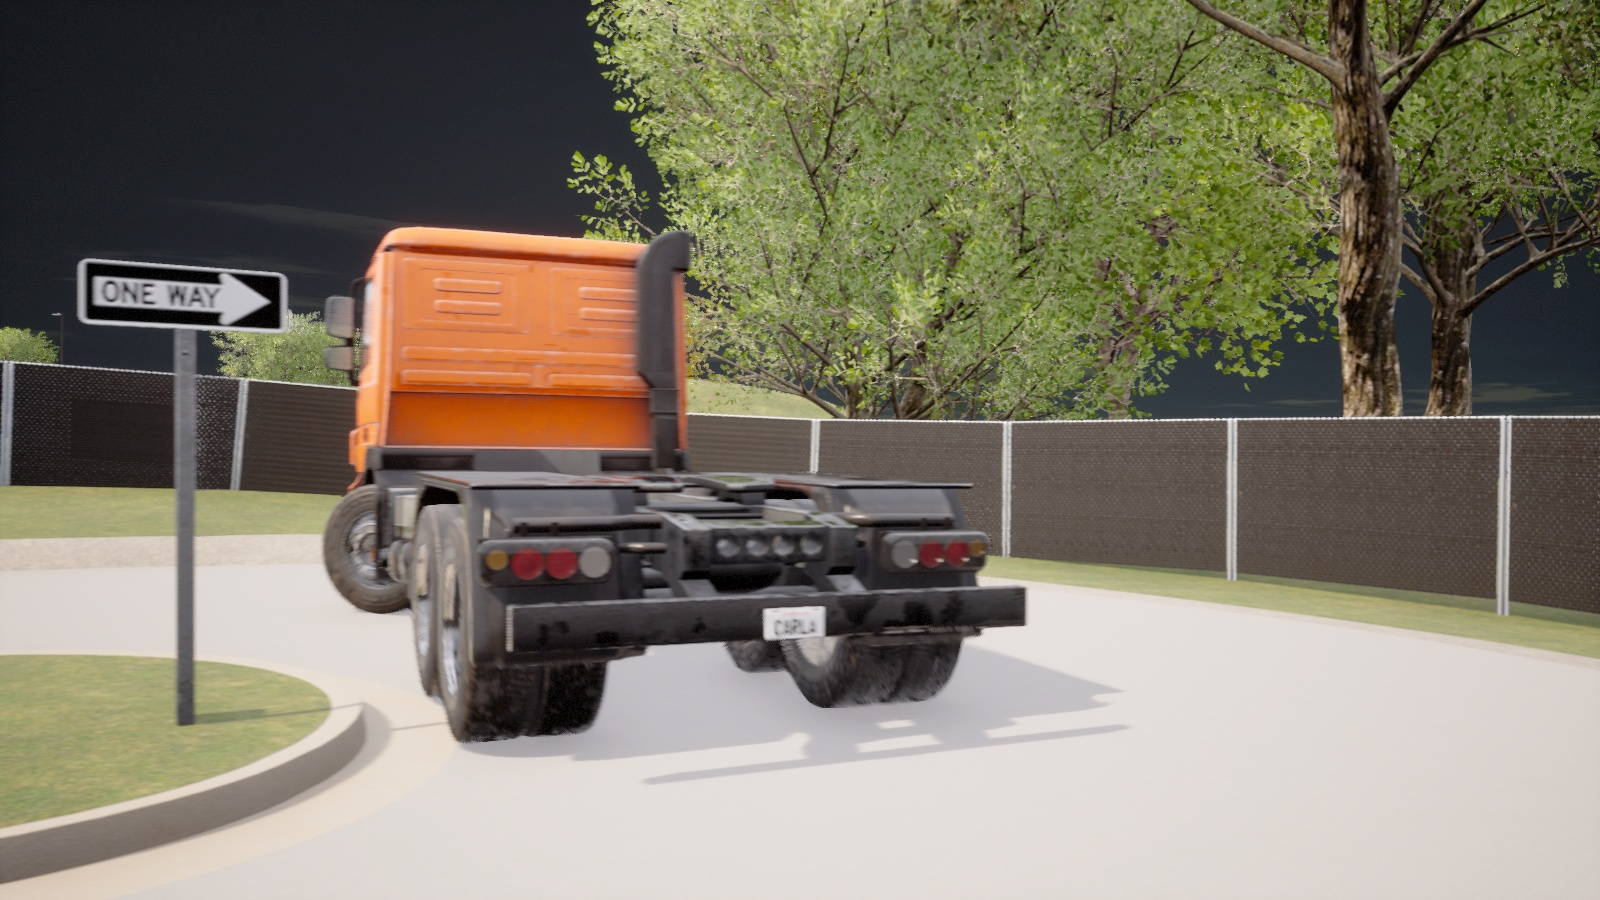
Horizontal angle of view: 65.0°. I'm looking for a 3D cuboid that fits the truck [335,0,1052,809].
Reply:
[{"bbox_3d":[-1.665,-0.258,9.413,2.891,3.462,7.936,0,0,-24],"label":"truck"}]
